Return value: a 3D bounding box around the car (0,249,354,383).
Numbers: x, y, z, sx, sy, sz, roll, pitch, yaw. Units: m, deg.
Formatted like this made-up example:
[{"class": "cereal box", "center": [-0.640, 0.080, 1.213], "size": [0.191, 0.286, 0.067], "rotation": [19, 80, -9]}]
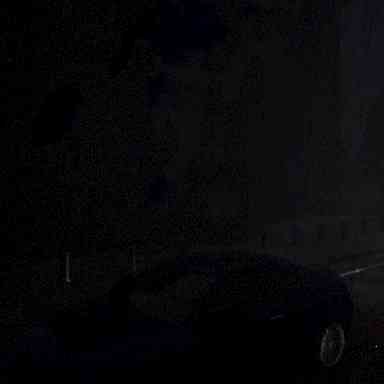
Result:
[{"class": "car", "center": [0.182, 1.517, 4.105], "size": [4.674, 1.442, 1.812], "rotation": [0, 0, -36]}]
